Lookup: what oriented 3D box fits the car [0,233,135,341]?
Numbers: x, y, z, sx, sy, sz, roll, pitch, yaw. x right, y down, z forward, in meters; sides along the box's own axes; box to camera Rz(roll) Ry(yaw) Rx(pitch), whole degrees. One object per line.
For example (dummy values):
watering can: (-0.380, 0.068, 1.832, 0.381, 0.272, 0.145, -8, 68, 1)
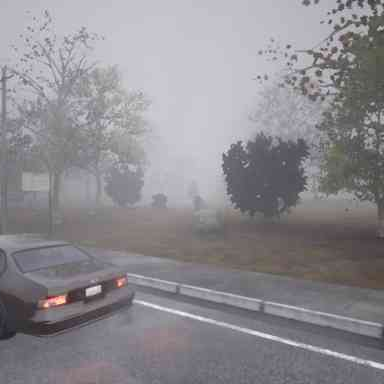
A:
car: (-3.543, 1.547, 6.511, 5.357, 1.411, 2.033, 0, 0, 35)
